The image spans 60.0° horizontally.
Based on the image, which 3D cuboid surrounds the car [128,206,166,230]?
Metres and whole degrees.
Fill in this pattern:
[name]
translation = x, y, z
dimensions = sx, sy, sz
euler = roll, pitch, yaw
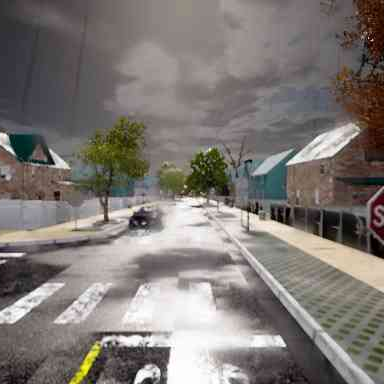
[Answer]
[car]
translation = -2.765, 1.610, 21.164
dimensions = 1.994, 1.385, 4.181
euler = 0, 0, 1
